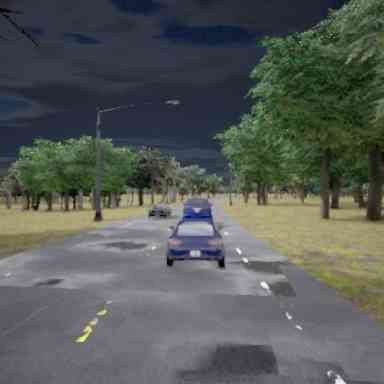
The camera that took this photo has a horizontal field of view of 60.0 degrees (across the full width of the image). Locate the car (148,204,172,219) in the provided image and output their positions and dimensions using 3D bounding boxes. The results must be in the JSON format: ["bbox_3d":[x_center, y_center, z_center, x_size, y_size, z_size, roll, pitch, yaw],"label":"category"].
[{"bbox_3d":[-3.057,1.883,32.213,1.895,1.301,4.718,0,-1,2],"label":"car"}]

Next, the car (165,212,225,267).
[{"bbox_3d":[0.148,1.631,11.769,1.812,1.442,4.674,0,-1,1],"label":"car"}]

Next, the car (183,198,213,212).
[{"bbox_3d":[0.476,1.455,26.220,2.150,2.045,5.566,0,0,2],"label":"car"}]

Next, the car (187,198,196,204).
[{"bbox_3d":[-0.080,2.057,76.931,1.882,1.535,5.008,0,-1,5],"label":"car"}]
